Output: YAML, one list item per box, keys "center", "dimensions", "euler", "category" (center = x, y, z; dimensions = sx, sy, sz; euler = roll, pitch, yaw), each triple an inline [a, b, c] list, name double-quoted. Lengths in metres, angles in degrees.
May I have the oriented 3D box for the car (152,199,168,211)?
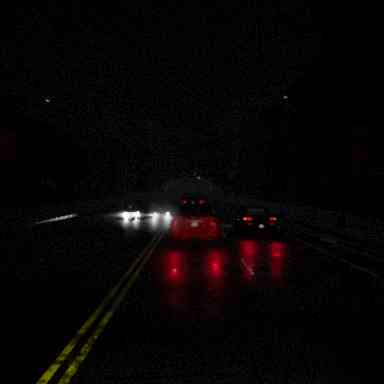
- center: [-3.348, 1.449, 37.717]
  dimensions: [1.895, 1.301, 4.718]
  euler: [0, 0, 0]
  category: "car"

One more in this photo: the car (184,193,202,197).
- center: [0.095, 1.087, 32.134]
  dimensions: [2.150, 2.045, 5.566]
  euler: [0, -1, 0]
  category: "car"

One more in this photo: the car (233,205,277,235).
- center: [3.349, 1.455, 18.248]
  dimensions: [1.812, 1.442, 4.674]
  euler: [0, 0, 1]
  category: "car"

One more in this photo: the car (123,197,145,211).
- center: [-6.594, 1.338, 38.044]
  dimensions: [2.128, 1.511, 4.902]
  euler: [0, 0, 0]
  category: "car"

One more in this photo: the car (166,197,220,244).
- center: [0.097, 1.294, 15.585]
  dimensions: [2.097, 1.767, 4.553]
  euler: [0, 1, 0]
  category: "car"
